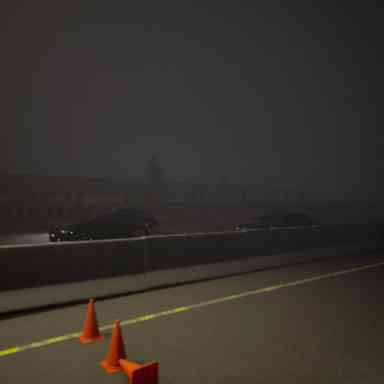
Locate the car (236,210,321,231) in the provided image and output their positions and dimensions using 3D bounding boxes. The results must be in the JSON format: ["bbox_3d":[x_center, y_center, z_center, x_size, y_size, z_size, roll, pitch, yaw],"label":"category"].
[{"bbox_3d":[4.272,1.655,16.158,4.892,1.490,1.837,2,-1,-36],"label":"car"}]

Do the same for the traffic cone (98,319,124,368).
[{"bbox_3d":[-0.964,1.954,4.325,0.340,0.580,0.340,0,0,-36],"label":"traffic cone"}]

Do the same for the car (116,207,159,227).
[{"bbox_3d":[-4.078,1.587,18.798,4.674,1.442,1.812,1,-1,-36],"label":"car"}]

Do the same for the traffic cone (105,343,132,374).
[{"bbox_3d":[-0.689,2.072,3.863,0.340,0.340,0.580,0,0,-40],"label":"traffic cone"}]

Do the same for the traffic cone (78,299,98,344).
[{"bbox_3d":[-1.544,1.954,5.137,0.340,0.580,0.340,0,0,-36],"label":"traffic cone"}]

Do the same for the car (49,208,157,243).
[{"bbox_3d":[-3.967,1.587,14.577,4.181,1.385,1.994,1,-1,-36],"label":"car"}]
